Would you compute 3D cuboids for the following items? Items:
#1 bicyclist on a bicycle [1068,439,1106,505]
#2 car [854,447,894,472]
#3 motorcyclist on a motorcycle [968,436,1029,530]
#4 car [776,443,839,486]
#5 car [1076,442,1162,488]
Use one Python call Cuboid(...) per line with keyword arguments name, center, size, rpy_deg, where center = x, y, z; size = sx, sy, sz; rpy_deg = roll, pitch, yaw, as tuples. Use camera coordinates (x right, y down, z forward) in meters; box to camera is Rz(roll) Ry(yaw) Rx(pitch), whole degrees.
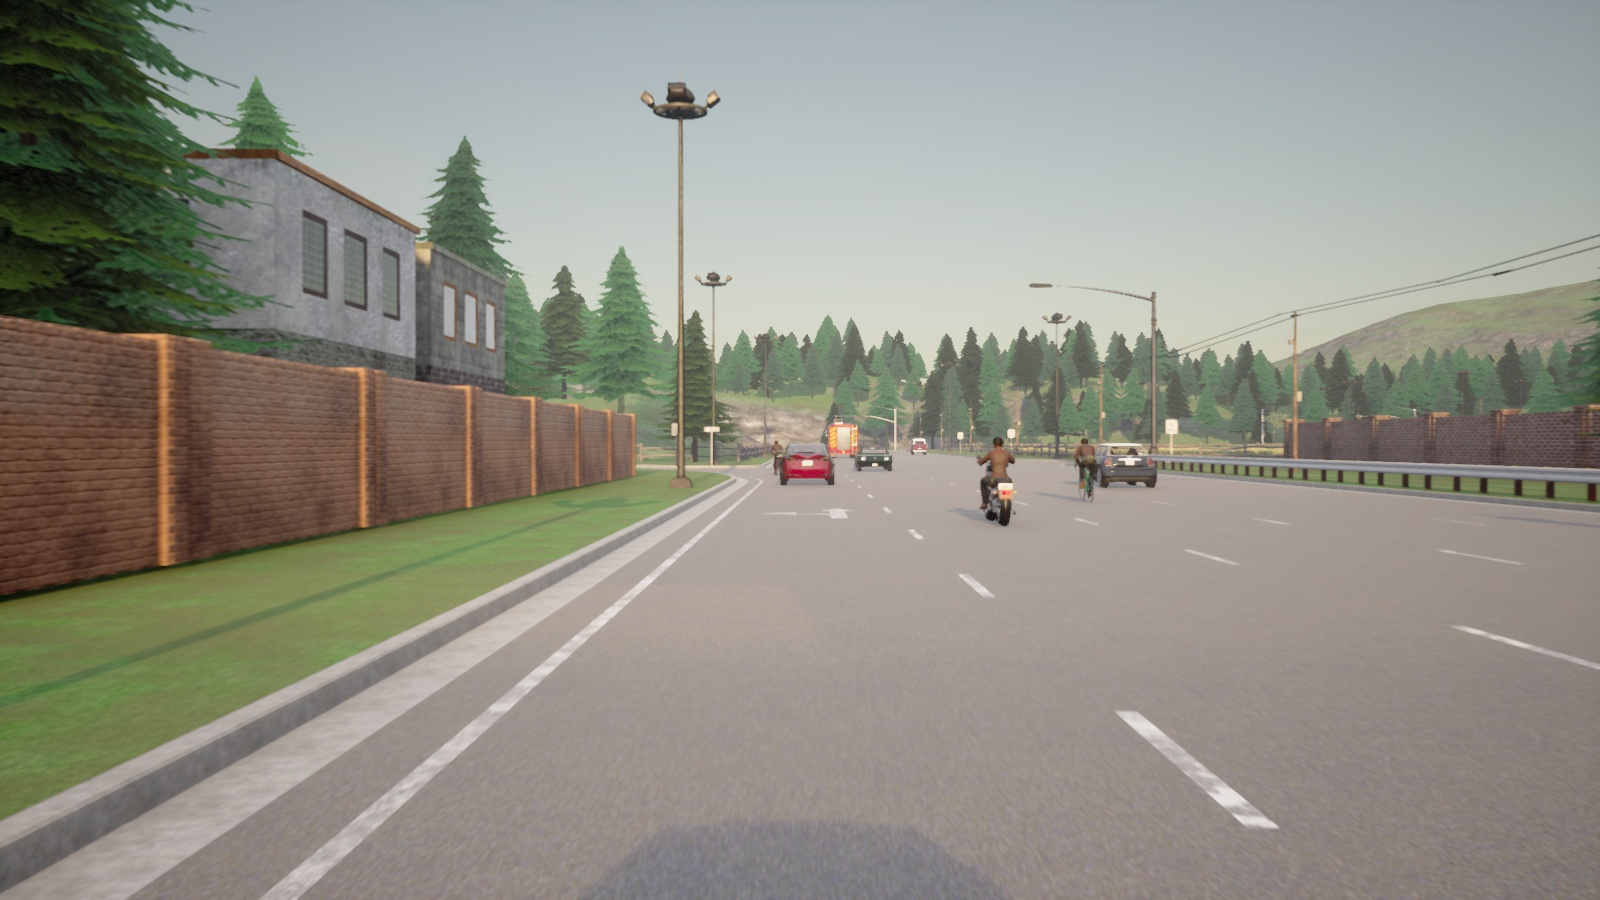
Cuboid(name="bicyclist on a bicycle", center=(7.198, 0.530, 31.515), size=(0.582, 1.620, 1.656), rpy_deg=(0, 0, 0))
Cuboid(name="car", center=(3.905, 0.475, 67.235), size=(1.895, 1.301, 4.718), rpy_deg=(0, 0, 0))
Cuboid(name="motorcyclist on a motorcycle", center=(3.650, 0.570, 23.251), size=(0.766, 1.649, 2.350), rpy_deg=(0, 0, 0))
Cuboid(name="car", center=(0.251, 0.491, 45.857), size=(2.163, 1.488, 4.792), rpy_deg=(0, 0, 0))
Cuboid(name="car", center=(10.763, 0.483, 42.635), size=(1.970, 1.475, 3.806), rpy_deg=(0, 0, 0))
